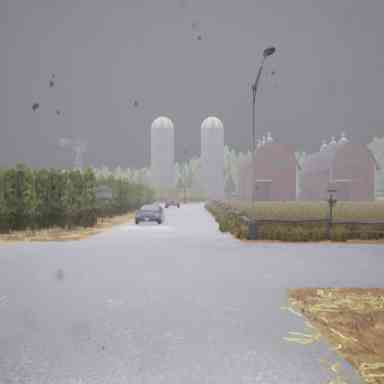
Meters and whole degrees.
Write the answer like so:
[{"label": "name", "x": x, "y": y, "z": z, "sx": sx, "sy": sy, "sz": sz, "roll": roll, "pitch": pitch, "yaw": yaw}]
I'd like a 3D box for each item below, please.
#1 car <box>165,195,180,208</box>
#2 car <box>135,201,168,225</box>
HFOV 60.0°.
[{"label": "car", "x": -3.079, "y": 1.544, "z": 54.309, "sx": 2.150, "sy": 2.045, "sz": 5.566, "roll": 0, "pitch": 0, "yaw": 0}, {"label": "car", "x": -3.091, "y": 1.631, "z": 25.051, "sx": 1.812, "sy": 1.442, "sz": 4.674, "roll": 0, "pitch": -1, "yaw": 0}]
